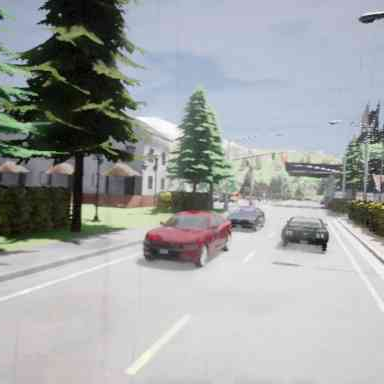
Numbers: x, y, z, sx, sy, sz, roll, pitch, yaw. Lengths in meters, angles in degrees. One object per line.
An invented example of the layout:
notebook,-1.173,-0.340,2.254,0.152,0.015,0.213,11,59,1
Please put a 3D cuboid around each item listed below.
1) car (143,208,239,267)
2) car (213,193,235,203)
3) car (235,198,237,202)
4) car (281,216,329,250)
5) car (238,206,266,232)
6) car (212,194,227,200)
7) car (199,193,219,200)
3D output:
car,0.058,1.439,11.691,1.882,1.535,5.008,3,0,20
car,5.916,1.126,66.993,3.866,1.878,1.905,3,0,19
car,7.581,1.479,69.927,3.806,1.475,1.970,3,0,19
car,5.379,1.803,15.705,1.895,1.301,4.718,3,0,20
car,3.633,1.645,21.642,2.033,1.411,5.357,3,0,20
car,7.740,1.363,93.632,3.633,1.501,1.845,3,0,19
car,4.386,1.214,84.220,4.514,1.523,2.007,3,0,19
